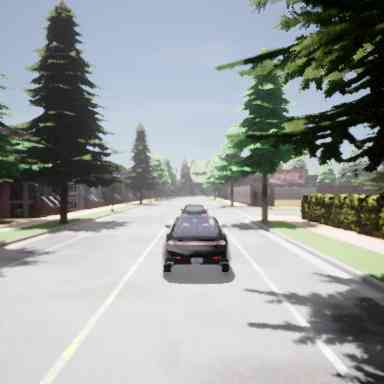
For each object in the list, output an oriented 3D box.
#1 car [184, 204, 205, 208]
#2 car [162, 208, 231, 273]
[{"bbox_3d":[0.148,1.495,22.003,1.812,1.442,4.674,0,0,-1],"label":"car"},{"bbox_3d":[0.124,1.476,10.571,2.128,1.511,4.902,0,0,0],"label":"car"}]
